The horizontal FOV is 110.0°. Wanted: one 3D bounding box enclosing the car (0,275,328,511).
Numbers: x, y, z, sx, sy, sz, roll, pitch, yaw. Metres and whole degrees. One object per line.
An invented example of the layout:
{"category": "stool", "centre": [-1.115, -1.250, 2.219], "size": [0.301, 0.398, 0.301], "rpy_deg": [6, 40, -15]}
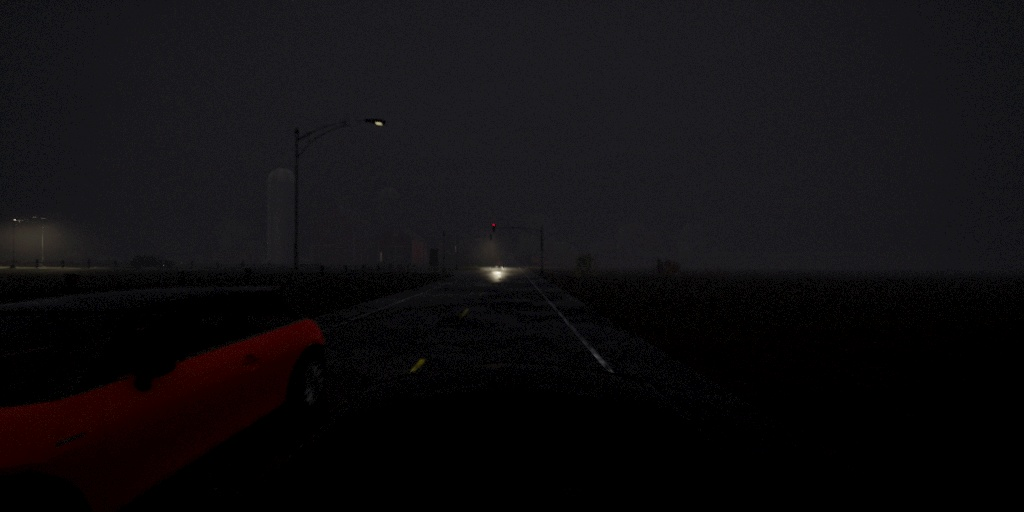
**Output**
{"category": "car", "centre": [-3.602, 1.114, 3.055], "size": [2.097, 1.767, 4.553], "rpy_deg": [0, 0, 0]}
